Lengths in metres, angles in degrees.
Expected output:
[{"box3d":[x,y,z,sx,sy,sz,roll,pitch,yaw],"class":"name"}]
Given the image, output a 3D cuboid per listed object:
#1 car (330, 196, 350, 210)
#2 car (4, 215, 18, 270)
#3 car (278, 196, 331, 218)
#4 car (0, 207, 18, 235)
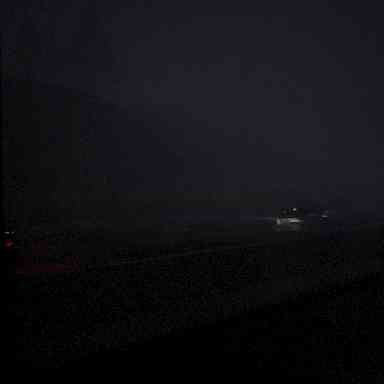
[{"box3d":[15.229,1.196,36.347,5.008,1.535,1.882,0,0,-35],"class":"car"},{"box3d":[-6.828,1.516,7.721,4.892,1.490,1.837,0,0,-36],"class":"car"},{"box3d":[9.260,1.327,27.799,4.674,1.442,1.812,0,0,-35],"class":"car"},{"box3d":[-11.525,1.560,17.267,4.181,1.385,1.994,-1,0,-36],"class":"car"}]
